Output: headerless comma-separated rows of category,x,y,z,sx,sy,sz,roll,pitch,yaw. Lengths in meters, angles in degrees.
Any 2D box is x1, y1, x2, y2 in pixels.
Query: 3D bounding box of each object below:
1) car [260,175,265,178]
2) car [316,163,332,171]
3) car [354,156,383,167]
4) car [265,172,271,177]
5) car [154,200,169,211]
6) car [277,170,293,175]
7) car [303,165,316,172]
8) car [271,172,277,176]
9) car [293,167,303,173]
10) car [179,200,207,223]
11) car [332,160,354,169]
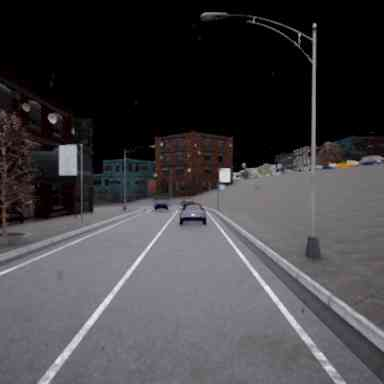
car,21.120,-4.456,91.354,2.185,1.767,4.553,0,1,-1
car,22.087,-3.808,52.673,2.002,1.452,4.674,0,1,-3
car,22.909,-3.775,41.630,2.185,1.767,4.553,0,1,-5
car,21.240,-4.398,85.836,2.185,1.767,4.553,0,1,-1
car,-3.985,1.766,43.596,1.895,1.301,4.718,0,-1,-5
car,21.485,-4.272,74.669,2.185,1.767,4.553,0,1,-1
car,21.853,-3.943,58.215,2.231,1.521,4.892,0,1,-1
car,21.365,-4.168,80.163,2.002,1.452,4.674,0,1,-1
car,21.724,-4.019,63.732,2.231,1.521,4.892,0,1,-1
car,0.080,1.569,25.230,1.994,1.385,4.181,0,0,0
car,22.440,-3.749,47.136,2.097,1.535,5.008,0,1,-4
